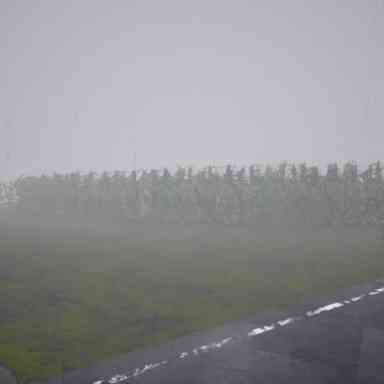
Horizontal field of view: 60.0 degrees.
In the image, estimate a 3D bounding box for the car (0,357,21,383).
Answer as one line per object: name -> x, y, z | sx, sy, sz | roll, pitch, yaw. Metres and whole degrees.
car -> -2.743, 1.557, 1.073 | 4.181, 1.385, 1.994 | 0, 0, -36
